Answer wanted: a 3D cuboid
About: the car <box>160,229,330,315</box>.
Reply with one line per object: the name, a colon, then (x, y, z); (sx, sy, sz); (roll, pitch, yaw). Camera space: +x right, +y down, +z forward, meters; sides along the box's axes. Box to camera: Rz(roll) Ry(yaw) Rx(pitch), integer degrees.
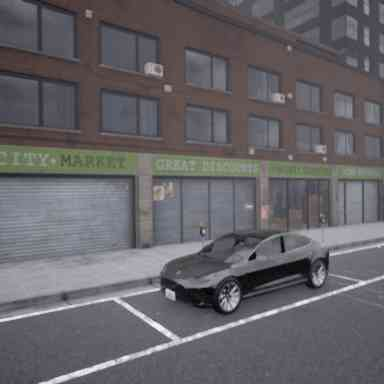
car: (1.361, 1.551, 7.522); (4.313, 1.339, 1.947); (0, 0, -36)
